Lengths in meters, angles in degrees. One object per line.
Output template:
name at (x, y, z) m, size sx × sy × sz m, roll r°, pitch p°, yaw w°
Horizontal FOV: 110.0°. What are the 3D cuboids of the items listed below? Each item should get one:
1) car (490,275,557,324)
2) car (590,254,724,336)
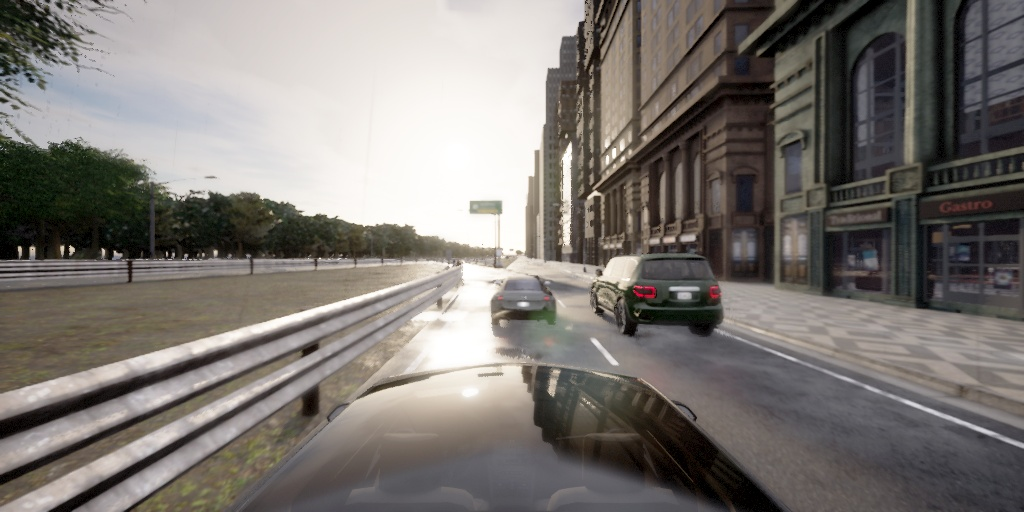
car at (0.363, 1.316, 11.983) m, size 1.994 × 1.385 × 4.181 m, roll 0°, pitch 0°, yaw 1°
car at (3.829, 0.967, 10.522) m, size 2.150 × 2.045 × 5.566 m, roll 0°, pitch 0°, yaw 1°
